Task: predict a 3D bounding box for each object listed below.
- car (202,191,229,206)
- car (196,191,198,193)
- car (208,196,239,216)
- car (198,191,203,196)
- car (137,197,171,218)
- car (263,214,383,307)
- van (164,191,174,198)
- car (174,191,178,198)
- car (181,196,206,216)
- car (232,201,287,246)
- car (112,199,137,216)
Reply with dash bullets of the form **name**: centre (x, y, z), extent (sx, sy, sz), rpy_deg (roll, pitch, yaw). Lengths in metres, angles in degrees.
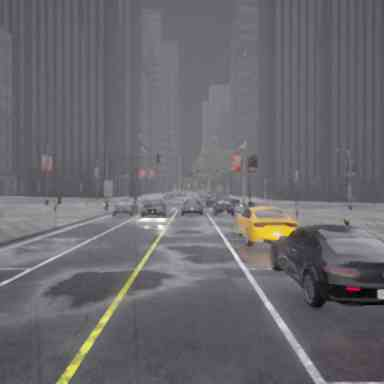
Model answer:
- **car**: centre (4.083, 1.070, 43.251), extent (4.553, 1.767, 2.097), rpy_deg (1, 1, -35)
- **car**: centre (2.975, 0.706, 88.100), extent (2.192, 1.841, 5.009), rpy_deg (0, 0, 0)
- **car**: centre (2.721, 1.340, 29.381), extent (2.008, 1.369, 4.403), rpy_deg (0, 0, 0)
- **car**: centre (2.848, 1.052, 71.563), extent (2.008, 1.369, 4.403), rpy_deg (0, 0, 0)
- **car**: centre (-3.103, 1.363, 27.959), extent (1.994, 1.385, 4.181), rpy_deg (0, 0, 0)
- **car**: centre (3.137, 1.469, 7.677), extent (1.812, 1.442, 4.674), rpy_deg (0, 0, 0)
- **van**: centre (-5.634, 0.805, 77.137), extent (1.690, 1.788, 3.998), rpy_deg (0, 0, 0)
- **car**: centre (-5.551, 0.957, 88.163), extent (1.947, 1.339, 4.313), rpy_deg (0, 0, 0)
- **car**: centre (0.008, 1.348, 30.068), extent (1.994, 1.385, 4.181), rpy_deg (0, 0, 0)
- **car**: centre (3.118, 1.370, 14.676), extent (1.882, 1.535, 5.008), rpy_deg (0, 0, 0)
- **car**: centre (-5.804, 1.339, 29.372), extent (2.008, 1.369, 4.403), rpy_deg (0, 0, 0)
